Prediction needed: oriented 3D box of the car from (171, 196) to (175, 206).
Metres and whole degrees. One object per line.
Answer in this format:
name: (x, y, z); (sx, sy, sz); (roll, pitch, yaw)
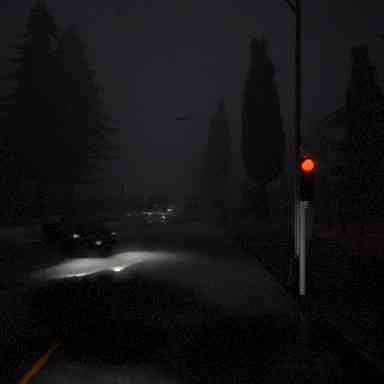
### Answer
car: (-4.133, 1.221, 51.240); (2.150, 2.045, 5.566); (0, 0, 0)

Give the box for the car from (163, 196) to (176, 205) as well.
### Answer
car: (-4.086, 1.547, 61.943); (2.033, 1.411, 5.357); (0, 0, 0)

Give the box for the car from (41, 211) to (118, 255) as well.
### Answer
car: (-4.731, 1.526, 13.551); (1.812, 1.442, 4.674); (2, -1, -39)

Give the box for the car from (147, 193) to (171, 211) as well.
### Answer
car: (-4.138, 1.221, 40.804); (2.150, 2.045, 5.566); (0, 0, 0)

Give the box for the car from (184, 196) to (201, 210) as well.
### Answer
car: (0.068, 1.351, 42.345); (2.097, 1.767, 4.553); (0, 0, 0)
